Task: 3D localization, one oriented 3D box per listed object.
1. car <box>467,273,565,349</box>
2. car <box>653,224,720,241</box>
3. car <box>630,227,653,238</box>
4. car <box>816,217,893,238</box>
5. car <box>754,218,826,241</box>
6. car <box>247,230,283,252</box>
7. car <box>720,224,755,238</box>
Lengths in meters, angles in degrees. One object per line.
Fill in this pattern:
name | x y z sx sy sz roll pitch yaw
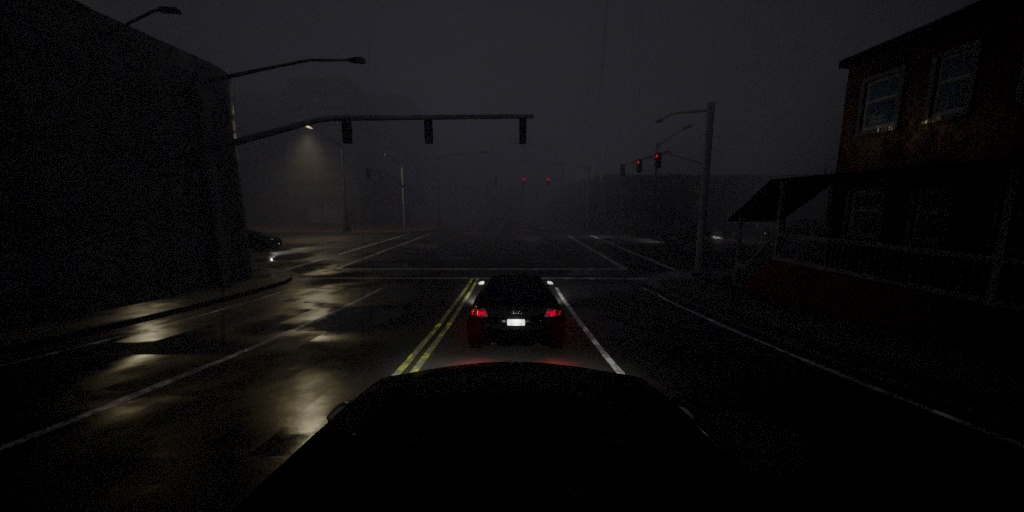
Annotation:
car | 0.093 1.092 8.695 1.994 1.385 4.181 0 3 0
car | 16.398 -2.215 33.885 4.892 1.490 1.837 0 8 0
car | 14.957 -2.632 37.384 4.718 1.301 1.895 0 8 1
car | 35.401 -2.992 37.171 5.566 2.045 2.150 0 8 1
car | 26.665 -2.490 33.775 5.566 2.045 2.150 0 8 1
car | -19.962 -1.182 26.979 4.892 1.490 1.837 0 8 1
car | 23.766 -2.664 37.308 4.181 1.385 1.994 0 8 1
